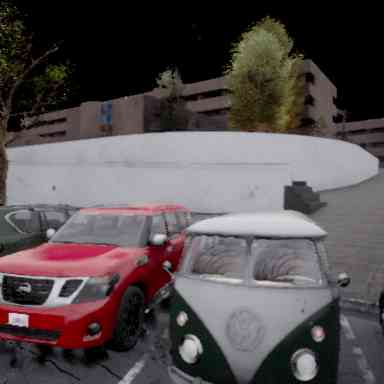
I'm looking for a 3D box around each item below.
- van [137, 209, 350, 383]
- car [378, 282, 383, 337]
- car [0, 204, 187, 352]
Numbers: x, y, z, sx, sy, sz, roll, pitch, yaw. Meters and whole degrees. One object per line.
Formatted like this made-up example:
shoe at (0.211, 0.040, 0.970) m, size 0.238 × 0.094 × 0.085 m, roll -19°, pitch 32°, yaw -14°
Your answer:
van at (1.015, 1.290, 4.948) m, size 1.878 × 1.987 × 4.442 m, roll 0°, pitch -1°, yaw 15°
car at (3.470, 1.370, 3.262) m, size 2.185 × 1.767 × 4.553 m, roll 0°, pitch -1°, yaw 16°
car at (-1.408, 1.289, 6.782) m, size 2.435 × 2.045 × 5.566 m, roll 0°, pitch -1°, yaw 15°
